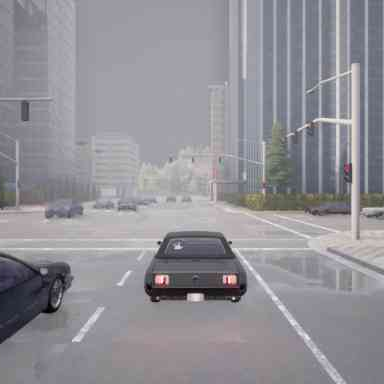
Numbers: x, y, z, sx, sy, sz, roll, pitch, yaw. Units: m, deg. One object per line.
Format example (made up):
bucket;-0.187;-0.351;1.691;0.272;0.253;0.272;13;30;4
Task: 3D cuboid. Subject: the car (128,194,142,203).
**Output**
car;-11.633;1.352;68.478;2.097;1.767;4.553;0;0;-1

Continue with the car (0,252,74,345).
car;-3.436;1.547;4.591;2.033;1.411;5.357;0;0;0

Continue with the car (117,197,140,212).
car;-7.452;1.563;38.661;1.994;1.385;4.181;0;0;-5

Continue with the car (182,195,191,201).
car;-1.385;1.540;84.808;2.033;1.411;5.357;0;0;-1

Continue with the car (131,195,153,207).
car;-7.976;1.548;53.030;2.033;1.411;5.357;0;0;-1

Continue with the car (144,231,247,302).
car;0.067;1.601;8.188;1.895;1.301;4.718;0;0;0

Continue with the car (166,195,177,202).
car;-4.718;1.500;74.571;1.837;1.490;4.892;0;0;-1

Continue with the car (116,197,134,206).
car;-11.539;1.548;57.342;2.033;1.411;5.357;0;0;-1

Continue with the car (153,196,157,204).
car;-8.124;1.477;66.092;1.882;1.535;5.008;0;0;-1

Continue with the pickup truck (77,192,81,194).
pickup truck;-24.768;1.059;69.244;2.390;2.098;6.274;0;0;30

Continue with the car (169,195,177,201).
car;-4.885;1.524;84.739;1.812;1.442;4.674;0;0;-1

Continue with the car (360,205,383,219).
car;16.939;1.601;28.089;4.718;1.301;1.895;0;0;0

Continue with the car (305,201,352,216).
car;13.584;1.547;31.596;5.357;1.411;2.033;0;0;-3

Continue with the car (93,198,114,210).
car;-11.327;1.526;42.911;1.812;1.442;4.674;0;0;-1

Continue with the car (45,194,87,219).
car;-11.015;1.352;28.945;2.097;1.767;4.553;0;0;-1

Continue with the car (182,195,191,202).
car;-1.228;1.553;75.033;1.994;1.385;4.181;0;0;-1
